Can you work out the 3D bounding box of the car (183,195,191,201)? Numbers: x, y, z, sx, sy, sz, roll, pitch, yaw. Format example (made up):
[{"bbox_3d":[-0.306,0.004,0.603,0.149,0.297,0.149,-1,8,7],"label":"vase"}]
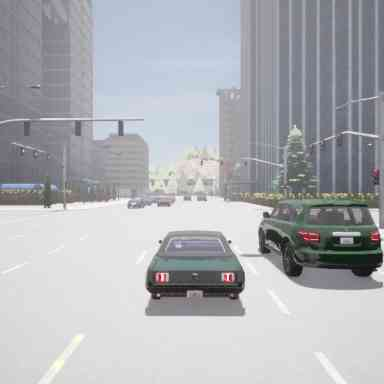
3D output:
[{"bbox_3d":[-1.238,1.540,88.917,2.033,1.411,5.357,0,0,-1],"label":"car"}]

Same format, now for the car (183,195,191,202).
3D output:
[{"bbox_3d":[-1.094,1.500,78.563,1.837,1.490,4.892,0,0,-1],"label":"car"}]

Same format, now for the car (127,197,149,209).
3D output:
[{"bbox_3d":[-7.796,1.491,46.754,2.128,1.511,4.902,0,0,1],"label":"car"}]

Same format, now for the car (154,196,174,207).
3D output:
[{"bbox_3d":[-4.301,1.478,51.839,1.882,1.535,5.008,0,0,-1],"label":"car"}]

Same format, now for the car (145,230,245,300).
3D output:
[{"bbox_3d":[0.077,1.601,8.367,1.895,1.301,4.718,0,0,0],"label":"car"}]

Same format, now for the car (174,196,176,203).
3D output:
[{"bbox_3d":[-4.419,1.601,61.945,1.895,1.301,4.718,0,0,0],"label":"car"}]

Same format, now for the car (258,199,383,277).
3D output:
[{"bbox_3d":[3.589,1.221,10.395,2.150,2.045,5.566,0,0,0],"label":"car"}]

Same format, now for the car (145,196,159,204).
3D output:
[{"bbox_3d":[-7.949,1.491,66.215,2.128,1.511,4.902,0,0,0],"label":"car"}]

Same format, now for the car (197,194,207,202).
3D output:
[{"bbox_3d":[2.402,1.348,78.831,2.097,1.767,4.553,0,0,-1],"label":"car"}]

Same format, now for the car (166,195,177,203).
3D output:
[{"bbox_3d":[-4.509,1.524,72.399,2.128,1.511,4.902,0,0,-1],"label":"car"}]

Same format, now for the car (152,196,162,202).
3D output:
[{"bbox_3d":[-8.065,1.588,76.395,1.895,1.301,4.718,0,0,-1],"label":"car"}]

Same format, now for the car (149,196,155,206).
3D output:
[{"bbox_3d":[-7.862,1.526,56.009,1.812,1.442,4.674,0,0,-1],"label":"car"}]

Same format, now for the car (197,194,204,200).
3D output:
[{"bbox_3d":[2.259,1.386,89.111,1.882,1.535,5.008,0,0,-1],"label":"car"}]

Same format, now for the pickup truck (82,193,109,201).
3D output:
[{"bbox_3d":[-21.147,1.059,73.429,2.390,2.098,6.274,0,0,30],"label":"pickup truck"}]
